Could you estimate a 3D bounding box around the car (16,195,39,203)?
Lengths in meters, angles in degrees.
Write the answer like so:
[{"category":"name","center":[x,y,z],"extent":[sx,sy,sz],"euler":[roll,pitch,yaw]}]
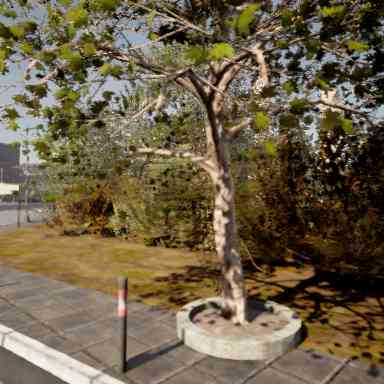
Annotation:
[{"category":"car","center":[-26.673,1.179,54.514],"extent":[2.033,1.411,5.357],"euler":[1,-2,2]}]
